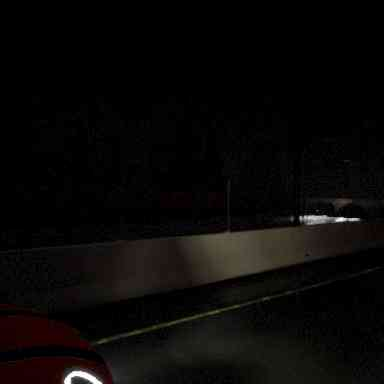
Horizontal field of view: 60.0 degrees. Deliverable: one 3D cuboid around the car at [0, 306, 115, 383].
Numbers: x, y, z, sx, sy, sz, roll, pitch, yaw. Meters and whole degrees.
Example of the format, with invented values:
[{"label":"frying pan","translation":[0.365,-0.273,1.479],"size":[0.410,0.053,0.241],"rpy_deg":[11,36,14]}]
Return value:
[{"label":"car","translation":[-2.687,1.341,1.829],"size":[4.553,1.767,2.097],"rpy_deg":[1,0,-35]}]
